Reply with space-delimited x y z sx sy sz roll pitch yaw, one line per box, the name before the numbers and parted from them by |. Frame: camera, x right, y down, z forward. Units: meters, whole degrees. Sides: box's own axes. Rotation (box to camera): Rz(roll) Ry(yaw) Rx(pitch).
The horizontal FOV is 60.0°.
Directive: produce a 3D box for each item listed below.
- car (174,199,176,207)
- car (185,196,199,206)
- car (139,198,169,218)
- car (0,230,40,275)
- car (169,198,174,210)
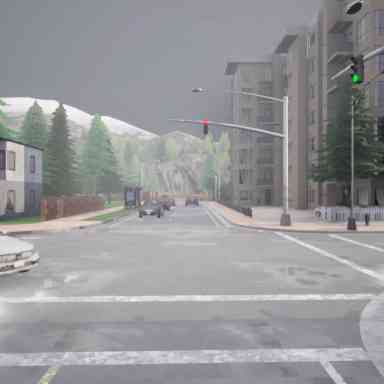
car | -3.577 1.563 51.385 1.994 1.385 4.181 0 0 0
car | -0.008 1.352 54.510 2.097 1.767 4.553 0 0 0
car | -3.597 1.491 30.109 2.128 1.511 4.902 0 0 0
car | -6.386 1.516 9.189 4.674 1.442 1.812 0 -1 24
car | -3.595 1.600 40.146 1.895 1.301 4.718 0 0 0
